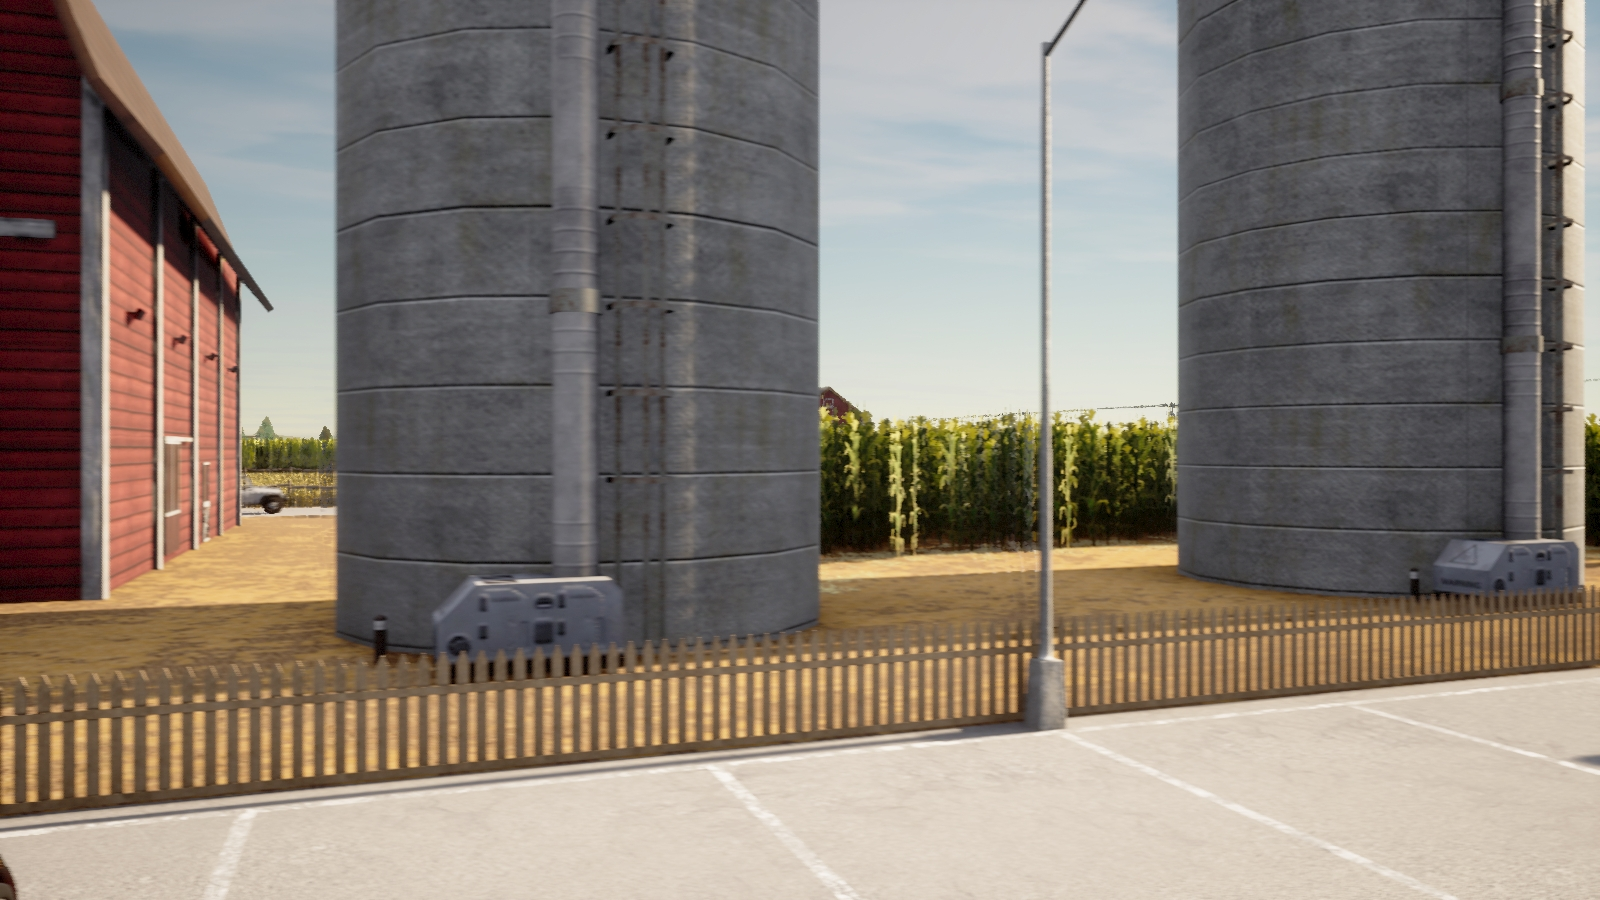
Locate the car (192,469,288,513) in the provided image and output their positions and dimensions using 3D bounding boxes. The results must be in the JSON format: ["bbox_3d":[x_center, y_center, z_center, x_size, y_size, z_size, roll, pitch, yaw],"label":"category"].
[{"bbox_3d":[-25.517,1.857,52.230,3.866,1.878,1.905,0,0,-23],"label":"car"}]

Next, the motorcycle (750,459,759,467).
[{"bbox_3d":[-7.754,2.154,195.077,0.764,1.307,2.356,0,0,-21],"label":"motorcycle"}]
